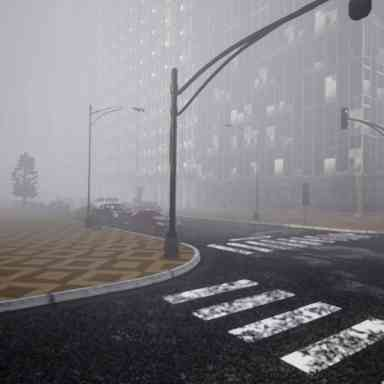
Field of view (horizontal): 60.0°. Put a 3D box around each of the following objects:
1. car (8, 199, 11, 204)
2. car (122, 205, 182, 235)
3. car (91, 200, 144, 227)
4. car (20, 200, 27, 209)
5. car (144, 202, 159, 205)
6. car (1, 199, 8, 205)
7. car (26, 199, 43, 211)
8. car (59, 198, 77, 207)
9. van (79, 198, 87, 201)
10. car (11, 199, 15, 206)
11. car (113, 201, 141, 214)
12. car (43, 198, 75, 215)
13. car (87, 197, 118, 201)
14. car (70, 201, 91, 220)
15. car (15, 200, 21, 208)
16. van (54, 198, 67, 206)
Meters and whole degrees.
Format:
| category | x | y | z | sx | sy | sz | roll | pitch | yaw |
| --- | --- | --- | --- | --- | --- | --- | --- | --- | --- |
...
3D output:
| category | x | y | z | sx | sy | sz | roll | pitch | yaw |
| --- | --- | --- | --- | --- | --- | --- | --- | --- | --- |
| car | -34.790 | 2.207 | 65.965 | 1.802 | 1.307 | 4.206 | 1 | -1 | -35 |
| car | -2.232 | 1.660 | 19.382 | 1.802 | 1.307 | 4.206 | 1 | -1 | -35 |
| car | -5.487 | 1.572 | 24.042 | 1.967 | 1.590 | 4.097 | 1 | -1 | -35 |
| car | -25.023 | 2.026 | 51.990 | 1.947 | 1.339 | 4.313 | 1 | -1 | -35 |
| car | -5.130 | 1.828 | 38.158 | 1.967 | 1.590 | 4.097 | 1 | -1 | -35 |
| car | -41.302 | 2.285 | 75.282 | 2.008 | 1.369 | 4.403 | 1 | -1 | -35 |
| car | -21.767 | 1.957 | 47.332 | 2.008 | 1.369 | 4.403 | 1 | -1 | -35 |
| car | -24.665 | 2.031 | 66.109 | 2.192 | 1.841 | 5.009 | 1 | -1 | -35 |
| van | -18.154 | 1.948 | 56.792 | 1.690 | 1.788 | 3.998 | 1 | -1 | -35 |
| car | -31.535 | 2.121 | 61.307 | 2.008 | 1.369 | 4.403 | 1 | -1 | -35 |
| car | -8.483 | 1.970 | 42.954 | 1.752 | 1.417 | 4.829 | 1 | -1 | -35 |
| car | -15.255 | 1.736 | 38.017 | 1.967 | 1.590 | 4.097 | 1 | -1 | -35 |
| car | -10.987 | 1.627 | 42.039 | 2.150 | 2.045 | 5.566 | 1 | -1 | -35 |
| car | -8.646 | 1.711 | 28.560 | 1.752 | 1.417 | 4.829 | 1 | -1 | -35 |
| car | -28.278 | 2.060 | 56.649 | 1.887 | 1.381 | 4.507 | 1 | -1 | -35 |
| van | -27.921 | 2.112 | 70.767 | 1.690 | 1.788 | 3.998 | 1 | -1 | -35 |
